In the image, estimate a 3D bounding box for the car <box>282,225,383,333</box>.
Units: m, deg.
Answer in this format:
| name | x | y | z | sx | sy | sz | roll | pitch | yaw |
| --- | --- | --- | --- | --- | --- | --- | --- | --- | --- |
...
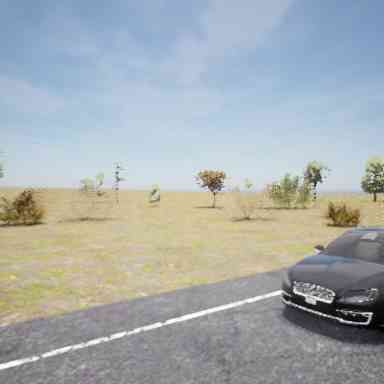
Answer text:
| name | x | y | z | sx | sy | sz | roll | pitch | yaw |
| --- | --- | --- | --- | --- | --- | --- | --- | --- | --- |
| car | 3.887 | 1.496 | 6.764 | 4.892 | 1.490 | 1.837 | 0 | 0 | -35 |
